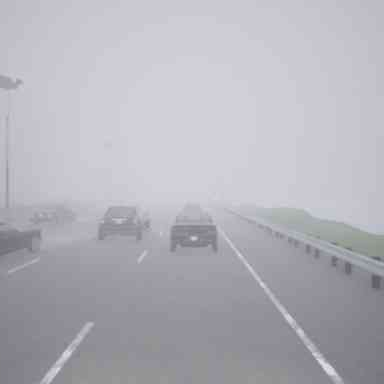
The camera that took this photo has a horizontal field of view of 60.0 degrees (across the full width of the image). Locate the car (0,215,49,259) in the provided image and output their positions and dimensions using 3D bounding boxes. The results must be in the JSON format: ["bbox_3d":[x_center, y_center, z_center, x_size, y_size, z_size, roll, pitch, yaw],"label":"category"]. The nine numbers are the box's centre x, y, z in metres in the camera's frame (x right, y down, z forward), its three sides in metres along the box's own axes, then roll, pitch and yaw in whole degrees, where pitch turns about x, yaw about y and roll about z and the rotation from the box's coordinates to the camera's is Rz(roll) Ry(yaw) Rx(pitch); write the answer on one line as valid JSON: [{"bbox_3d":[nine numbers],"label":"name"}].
[{"bbox_3d":[-6.917,1.666,11.264,1.895,1.301,4.718,0,0,0],"label":"car"}]

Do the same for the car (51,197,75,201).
[{"bbox_3d":[-21.127,1.900,55.602,1.895,1.301,4.718,0,0,1],"label":"car"}]

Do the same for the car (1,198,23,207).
[{"bbox_3d":[-31.600,1.856,58.697,1.812,1.442,4.674,0,0,0],"label":"car"}]

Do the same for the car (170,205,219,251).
[{"bbox_3d":[0.077,1.548,14.582,1.882,1.535,5.008,0,0,0],"label":"car"}]

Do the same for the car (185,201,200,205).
[{"bbox_3d":[0.048,1.649,32.827,2.128,1.511,4.902,0,0,0],"label":"car"}]

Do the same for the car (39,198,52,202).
[{"bbox_3d":[-28.110,1.879,64.840,1.812,1.442,4.674,0,0,0],"label":"car"}]

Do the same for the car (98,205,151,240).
[{"bbox_3d":[-3.428,1.443,17.693,2.097,1.767,4.553,0,0,0],"label":"car"}]

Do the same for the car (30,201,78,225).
[{"bbox_3d":[-10.439,1.686,25.460,2.033,1.411,5.357,0,0,0],"label":"car"}]
